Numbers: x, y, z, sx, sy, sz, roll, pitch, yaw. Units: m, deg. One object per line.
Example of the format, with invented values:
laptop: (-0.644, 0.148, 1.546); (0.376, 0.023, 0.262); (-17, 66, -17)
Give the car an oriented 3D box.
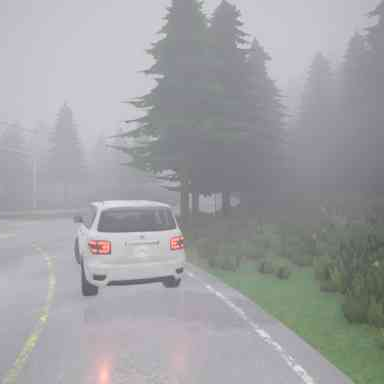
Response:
car: (-1.901, 1.221, 8.996); (2.150, 2.045, 5.566); (0, 0, -20)
